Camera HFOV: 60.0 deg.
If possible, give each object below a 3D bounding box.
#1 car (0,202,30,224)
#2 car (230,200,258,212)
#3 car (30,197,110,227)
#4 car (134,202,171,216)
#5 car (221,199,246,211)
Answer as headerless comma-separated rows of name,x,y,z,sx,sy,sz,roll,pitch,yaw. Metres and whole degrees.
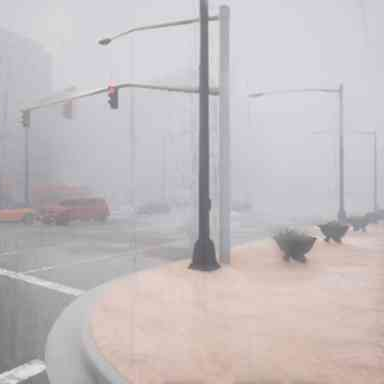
car,-13.892,1.517,24.098,2.097,1.767,4.553,0,-1,35
car,6.943,2.126,47.598,2.033,1.411,5.357,0,-1,36
car,-8.816,1.417,25.228,2.150,2.045,5.566,0,-1,35
car,-4.425,1.863,37.582,2.128,1.511,4.902,0,-1,35
car,6.675,2.045,53.238,2.097,1.767,4.553,0,-1,35
